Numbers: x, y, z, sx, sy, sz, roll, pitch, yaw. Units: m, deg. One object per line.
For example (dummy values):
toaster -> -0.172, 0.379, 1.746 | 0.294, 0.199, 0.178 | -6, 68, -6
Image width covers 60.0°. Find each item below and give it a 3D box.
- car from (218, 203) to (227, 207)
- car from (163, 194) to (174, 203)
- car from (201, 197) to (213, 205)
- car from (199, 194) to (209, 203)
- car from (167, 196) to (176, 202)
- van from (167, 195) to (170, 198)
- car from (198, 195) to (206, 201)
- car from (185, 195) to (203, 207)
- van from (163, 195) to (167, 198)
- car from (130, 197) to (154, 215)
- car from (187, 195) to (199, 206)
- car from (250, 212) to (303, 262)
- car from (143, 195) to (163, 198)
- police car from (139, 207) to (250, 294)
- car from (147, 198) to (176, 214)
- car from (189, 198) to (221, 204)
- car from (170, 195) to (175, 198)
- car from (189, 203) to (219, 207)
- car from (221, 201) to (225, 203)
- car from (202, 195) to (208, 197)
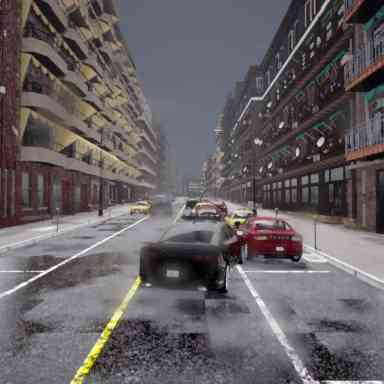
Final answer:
car -> 2.628, 1.541, 17.776 | 1.752, 1.417, 4.829 | 1, 0, 0
car -> -5.116, 1.482, 72.992 | 2.192, 1.841, 5.009 | 1, 0, 0
car -> 2.732, 1.669, 61.850 | 1.887, 1.381, 4.507 | 1, 0, 0
car -> 2.742, 1.504, 78.444 | 2.192, 1.841, 5.009 | 1, 0, 0
car -> -5.097, 1.781, 84.053 | 1.947, 1.339, 4.313 | 1, 0, 0
van -> -5.157, 1.446, 56.401 | 1.690, 1.788, 3.998 | 1, 0, 0
car -> 2.765, 1.682, 89.507 | 1.967, 1.590, 4.097 | 1, 0, 0
car -> 0.120, 1.550, 45.600 | 1.882, 1.535, 5.008 | 0, 0, 0
van -> -5.169, 1.428, 50.869 | 1.690, 1.788, 3.998 | 2, 0, 0
car -> -5.214, 1.571, 34.109 | 1.752, 1.417, 4.829 | 2, 0, 0
car -> 0.142, 1.467, 59.439 | 2.097, 1.767, 4.553 | 0, 0, 0
car -> 2.613, 1.554, 12.074 | 1.887, 1.381, 4.507 | 1, 0, 0
car -> -5.195, 1.373, 39.811 | 2.192, 1.841, 5.009 | 2, 0, 0
police car -> 0.298, 1.431, 9.129 | 1.930, 1.638, 5.238 | 0, 0, 15
car -> -2.677, 1.564, 30.594 | 1.812, 1.442, 4.674 | 0, 0, 0
car -> 0.885, 1.482, 24.941 | 1.801, 1.575, 5.366 | 0, 0, 0
car -> -5.130, 1.460, 67.462 | 2.192, 1.841, 5.009 | 1, 0, 0
car -> 0.870, 1.543, 18.747 | 1.812, 1.442, 4.674 | 0, 0, 0
car -> 2.666, 1.591, 34.197 | 1.887, 1.381, 4.507 | 1, 0, 0
car -> 2.719, 1.649, 56.320 | 1.887, 1.381, 4.507 | 1, 0, 0
